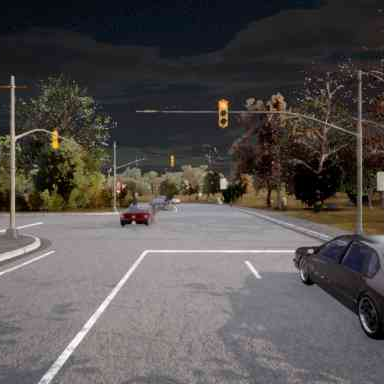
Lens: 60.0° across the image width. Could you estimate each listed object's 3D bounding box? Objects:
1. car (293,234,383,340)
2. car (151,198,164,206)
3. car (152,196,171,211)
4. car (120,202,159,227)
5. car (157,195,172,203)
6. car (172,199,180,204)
[{"bbox_3d":[3.609,1.547,6.472,2.033,1.411,5.357,0,0,0],"label":"car"},{"bbox_3d":[-7.240,2.076,69.085,2.128,1.511,4.902,0,-1,-13],"label":"car"},{"bbox_3d":[-4.020,1.552,40.394,1.837,1.490,4.892,0,0,1],"label":"car"},{"bbox_3d":[-3.592,1.601,22.678,1.895,1.301,4.718,0,0,0],"label":"car"},{"bbox_3d":[-5.006,1.481,55.526,2.150,2.045,5.566,0,-1,-7],"label":"car"},{"bbox_3d":[-4.423,2.365,83.323,1.812,1.442,4.674,0,-1,-22],"label":"car"}]
